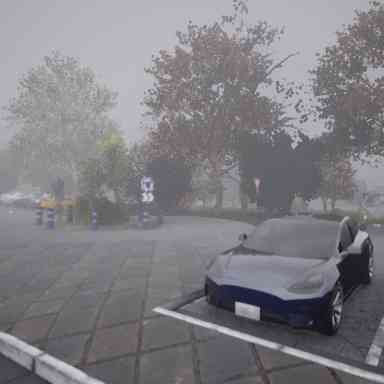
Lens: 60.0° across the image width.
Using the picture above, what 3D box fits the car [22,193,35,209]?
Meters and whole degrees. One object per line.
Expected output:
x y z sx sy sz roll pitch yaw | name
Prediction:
-14.508 0.840 34.378 2.185 1.767 4.553 2 1 36 | car

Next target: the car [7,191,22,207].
-16.687 0.910 35.886 2.163 1.488 4.792 2 1 36 | car

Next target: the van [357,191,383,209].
9.726 0.921 16.913 1.878 1.987 4.442 2 2 36 | van

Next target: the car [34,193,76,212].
-12.291 1.055 32.724 2.097 1.535 5.008 2 1 36 | car

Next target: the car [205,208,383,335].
2.152 1.182 6.369 2.163 1.488 4.792 2 1 36 | car

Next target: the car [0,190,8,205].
-18.913 0.831 37.534 2.002 1.452 4.674 2 1 36 | car
